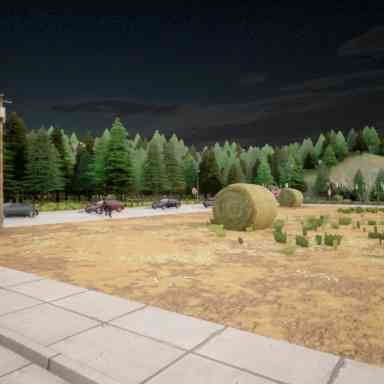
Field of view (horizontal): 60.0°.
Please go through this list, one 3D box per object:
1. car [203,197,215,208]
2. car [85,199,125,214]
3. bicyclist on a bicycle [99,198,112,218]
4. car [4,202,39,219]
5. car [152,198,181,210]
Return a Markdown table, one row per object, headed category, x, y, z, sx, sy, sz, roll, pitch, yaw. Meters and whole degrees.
| category | x | y | z | sx | sy | sz | roll | pitch | yaw |
| --- | --- | --- | --- | --- | --- | --- | --- | --- | --- |
| car | 3.501 | 1.518 | 47.782 | 2.128 | 1.511 | 4.902 | 0 | 0 | 37 |
| car | -9.454 | 1.552 | 36.333 | 1.812 | 1.442 | 4.674 | 0 | 0 | 36 |
| bicyclist on a bicycle | -7.034 | 1.327 | 27.028 | 1.656 | 1.620 | 0.582 | 0 | 0 | 36 |
| car | -15.367 | 1.591 | 28.341 | 1.994 | 1.385 | 4.181 | 0 | 0 | 36 |
| car | -3.373 | 1.552 | 44.560 | 1.812 | 1.442 | 4.674 | 0 | 0 | 37 |
